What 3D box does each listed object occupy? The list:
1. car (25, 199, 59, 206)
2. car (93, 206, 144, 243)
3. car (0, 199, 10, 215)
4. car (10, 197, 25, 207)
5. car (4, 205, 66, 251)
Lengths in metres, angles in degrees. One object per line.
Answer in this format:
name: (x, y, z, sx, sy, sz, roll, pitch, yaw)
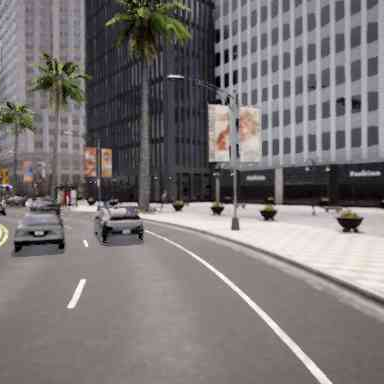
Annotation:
car: (-13.958, 1.473, 31.506, 1.837, 1.490, 4.892, 0, 0, -41)
car: (-3.663, 1.447, 16.173, 2.128, 1.511, 4.902, 0, 0, -22)
car: (-19.876, 1.571, 32.914, 1.994, 1.385, 4.181, -1, 0, -42)
car: (-26.265, 1.464, 49.580, 2.231, 1.521, 4.892, -1, 0, -42)
car: (-6.467, 1.533, 14.330, 2.033, 1.411, 5.357, -1, 0, -22)
